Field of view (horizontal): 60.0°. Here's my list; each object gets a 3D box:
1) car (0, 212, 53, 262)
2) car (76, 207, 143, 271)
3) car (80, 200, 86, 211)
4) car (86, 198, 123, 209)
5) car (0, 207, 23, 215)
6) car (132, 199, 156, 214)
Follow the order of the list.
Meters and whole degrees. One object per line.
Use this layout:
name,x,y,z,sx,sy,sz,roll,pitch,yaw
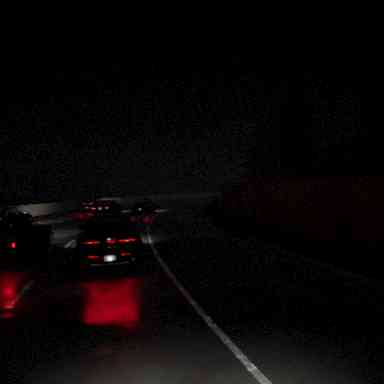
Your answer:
car,-6.535,1.682,12.269,1.895,1.301,4.718,-2,1,-11
car,-2.707,1.484,11.092,1.837,1.490,4.892,-2,1,-13
car,-11.310,1.477,38.635,2.128,1.511,4.902,-2,0,5
car,-8.253,1.497,32.694,2.033,1.411,5.357,-2,1,2
car,-11.142,1.642,19.819,2.128,1.511,4.902,-2,1,-7
car,-4.711,1.371,32.737,1.812,1.442,4.674,-2,1,1
